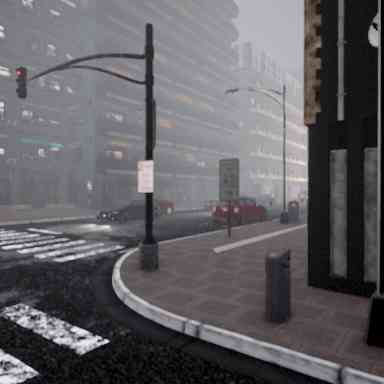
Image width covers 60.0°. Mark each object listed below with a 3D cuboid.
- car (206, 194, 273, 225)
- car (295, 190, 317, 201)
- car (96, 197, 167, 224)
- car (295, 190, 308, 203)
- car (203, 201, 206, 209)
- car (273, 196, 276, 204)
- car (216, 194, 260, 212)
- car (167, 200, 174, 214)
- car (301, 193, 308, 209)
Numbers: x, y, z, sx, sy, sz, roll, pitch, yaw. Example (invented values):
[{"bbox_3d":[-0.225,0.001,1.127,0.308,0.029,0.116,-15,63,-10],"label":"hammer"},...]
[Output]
[{"bbox_3d":[2.945,1.014,19.834,1.967,1.590,4.097,1,1,36],"label":"car"},{"bbox_3d":[19.569,0.584,56.814,2.192,1.841,5.009,1,1,36],"label":"car"},{"bbox_3d":[-3.836,1.151,20.586,1.994,1.385,4.181,0,1,36],"label":"car"},{"bbox_3d":[16.680,0.693,48.350,2.097,1.767,4.553,0,0,36],"label":"car"},{"bbox_3d":[2.804,1.024,33.989,2.008,1.369,4.403,1,1,36],"label":"car"},{"bbox_3d":[9.510,0.956,43.120,1.947,1.339,4.313,1,1,36],"label":"car"},{"bbox_3d":[4.472,0.974,31.890,2.128,1.511,4.902,0,1,36],"label":"car"},{"bbox_3d":[-3.249,1.092,25.900,1.887,1.381,4.507,1,1,36],"label":"car"},{"bbox_3d":[12.912,1.014,33.595,1.947,1.339,4.313,1,1,36],"label":"car"}]
